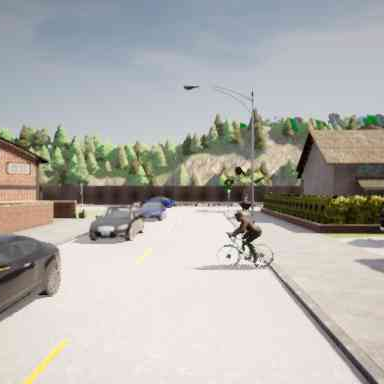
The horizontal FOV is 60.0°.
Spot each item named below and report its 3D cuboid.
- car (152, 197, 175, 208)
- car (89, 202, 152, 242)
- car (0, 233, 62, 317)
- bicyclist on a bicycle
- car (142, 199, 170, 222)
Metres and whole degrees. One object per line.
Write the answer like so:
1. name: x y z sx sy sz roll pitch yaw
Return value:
1. car: -4.826 1.448 46.425 5.008 1.535 1.882 0 0 27
2. car: -3.555 1.482 16.475 2.128 1.511 4.902 0 0 2
3. car: -3.932 1.521 5.929 1.812 1.442 4.674 0 0 2
4. bicyclist on a bicycle: 1.540 1.405 9.699 1.656 1.620 0.582 -1 0 2
5. car: -3.116 1.509 26.593 1.812 1.442 4.674 0 0 2
